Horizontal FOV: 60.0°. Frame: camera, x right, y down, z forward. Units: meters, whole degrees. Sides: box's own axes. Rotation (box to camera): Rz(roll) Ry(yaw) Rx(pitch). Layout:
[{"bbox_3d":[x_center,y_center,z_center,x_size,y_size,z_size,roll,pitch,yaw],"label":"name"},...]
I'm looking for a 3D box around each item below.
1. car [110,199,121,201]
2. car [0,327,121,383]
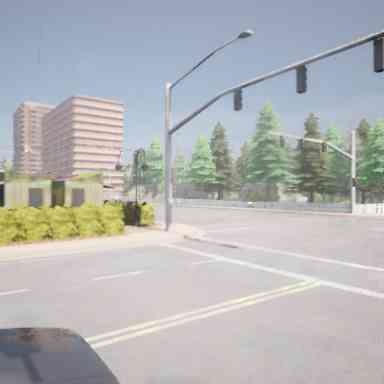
[{"bbox_3d":[-8.136,1.497,35.697,1.812,1.442,4.674,0,0,-37],"label":"car"},{"bbox_3d":[-3.001,1.551,1.662,5.357,1.411,2.033,0,0,-35],"label":"car"}]
